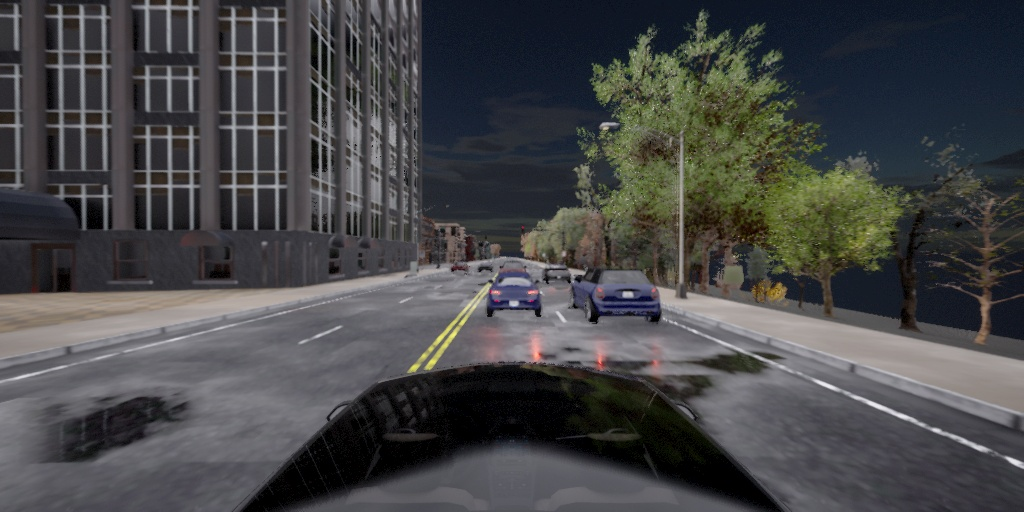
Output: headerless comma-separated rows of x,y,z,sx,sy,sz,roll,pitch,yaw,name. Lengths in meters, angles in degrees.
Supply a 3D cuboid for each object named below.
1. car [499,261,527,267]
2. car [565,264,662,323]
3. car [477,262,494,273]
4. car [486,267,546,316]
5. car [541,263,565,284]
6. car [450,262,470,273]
0.073,1.151,27.333,2.097,1.767,4.553,0,0,0,car
3.320,1.121,12.357,2.097,1.767,4.553,0,0,0,car
-3.306,1.436,45.439,1.895,1.301,4.718,0,0,0,car
0.076,1.298,13.298,1.812,1.442,4.674,0,0,0,car
3.325,1.292,27.606,2.128,1.511,4.902,0,0,0,car
-6.555,1.436,45.433,1.895,1.301,4.718,0,0,0,car
